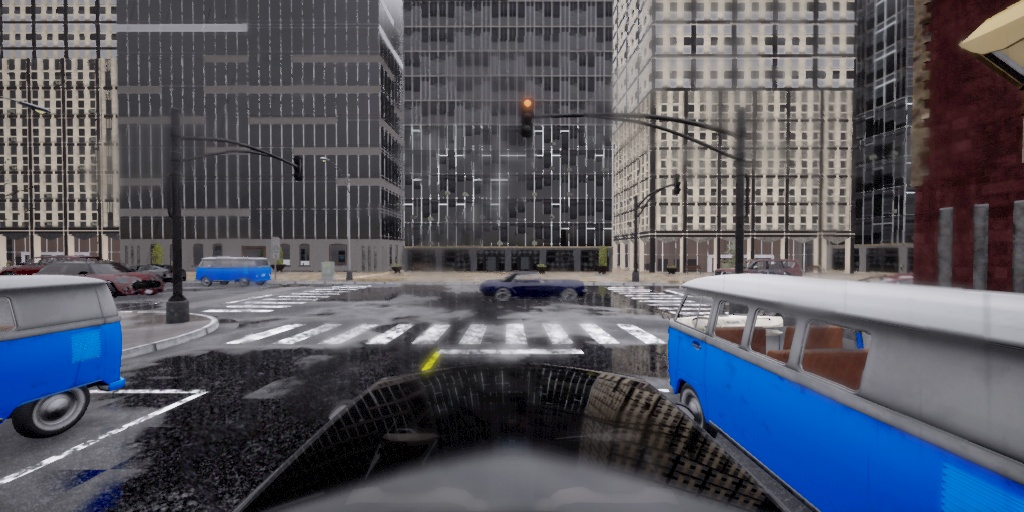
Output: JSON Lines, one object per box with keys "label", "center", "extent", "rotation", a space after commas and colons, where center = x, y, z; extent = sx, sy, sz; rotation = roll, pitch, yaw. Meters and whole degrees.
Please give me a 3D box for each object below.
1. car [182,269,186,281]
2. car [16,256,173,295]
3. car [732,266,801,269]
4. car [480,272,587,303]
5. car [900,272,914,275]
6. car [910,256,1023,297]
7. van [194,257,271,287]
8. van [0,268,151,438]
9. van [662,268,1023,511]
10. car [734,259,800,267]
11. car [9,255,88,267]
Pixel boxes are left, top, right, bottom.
{"label": "car", "center": [-22.769, 1.151, 22.246], "extent": [4.313, 1.339, 1.948], "rotation": [0, 0, 0]}
{"label": "car", "center": [-18.894, 1.036, 16.436], "extent": [4.553, 1.767, 2.097], "rotation": [0, 1, 0]}
{"label": "car", "center": [13.636, 1.404, 19.586], "extent": [4.718, 1.301, 1.895], "rotation": [0, 1, 0]}
{"label": "car", "center": [0.966, 1.382, 16.409], "extent": [4.718, 1.301, 1.895], "rotation": [0, 1, 0]}
{"label": "car", "center": [15.129, 1.437, 13.810], "extent": [4.507, 1.381, 1.888], "rotation": [0, 0, 0]}
{"label": "car", "center": [25.721, 1.092, 19.567], "extent": [5.566, 2.045, 2.150], "rotation": [1, 1, 0]}
{"label": "van", "center": [-17.246, 0.951, 22.238], "extent": [3.998, 1.789, 1.690], "rotation": [0, 0, 0]}
{"label": "van", "center": [-5.695, 1.090, 2.786], "extent": [1.690, 1.789, 3.998], "rotation": [0, 0, 0]}
{"label": "van", "center": [2.686, 1.090, 2.795], "extent": [1.690, 1.789, 3.998], "rotation": [0, 0, 0]}
{"label": "car", "center": [15.143, 1.089, 22.190], "extent": [5.009, 1.841, 2.192], "rotation": [0, 0, 0]}
{"label": "car", "center": [-28.292, 0.875, 22.254], "extent": [5.009, 1.841, 2.192], "rotation": [0, 0, 0]}
